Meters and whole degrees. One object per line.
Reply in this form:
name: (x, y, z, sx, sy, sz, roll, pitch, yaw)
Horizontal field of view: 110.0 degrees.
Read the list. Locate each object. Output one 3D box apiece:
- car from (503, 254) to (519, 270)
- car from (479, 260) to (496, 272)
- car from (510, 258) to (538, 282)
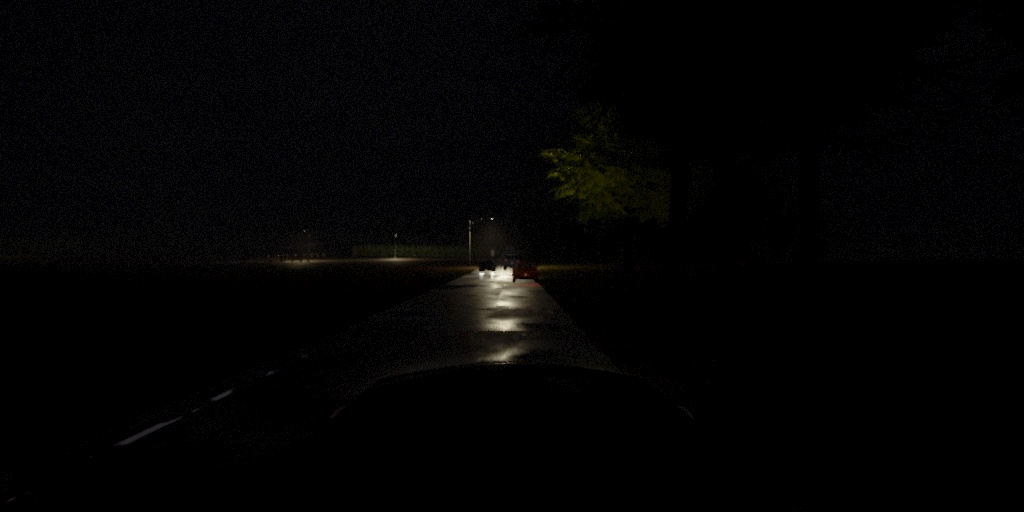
car: (0.017, 0.803, 47.956, 2.150, 2.045, 5.566, 0, 1, 0)
car: (-2.827, 1.155, 42.351, 2.033, 1.411, 5.357, 0, 0, 0)
car: (0.965, 1.151, 27.562, 1.882, 1.535, 5.008, 0, 0, 0)
